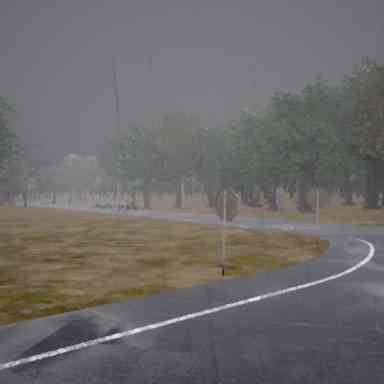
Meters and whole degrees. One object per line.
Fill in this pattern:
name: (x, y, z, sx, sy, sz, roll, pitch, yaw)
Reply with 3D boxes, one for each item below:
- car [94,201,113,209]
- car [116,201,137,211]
car: (-16.023, 2.347, 60.106, 2.033, 1.411, 5.357, 2, -2, -35)
car: (-10.112, 2.136, 51.606, 1.837, 1.490, 4.892, 2, -2, -34)
